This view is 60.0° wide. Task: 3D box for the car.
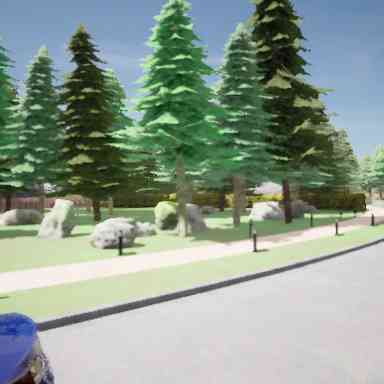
[{"bbox_3d":[-3.272,1.540,1.819,4.674,1.442,1.812,0,0,-35],"label":"car"}]
